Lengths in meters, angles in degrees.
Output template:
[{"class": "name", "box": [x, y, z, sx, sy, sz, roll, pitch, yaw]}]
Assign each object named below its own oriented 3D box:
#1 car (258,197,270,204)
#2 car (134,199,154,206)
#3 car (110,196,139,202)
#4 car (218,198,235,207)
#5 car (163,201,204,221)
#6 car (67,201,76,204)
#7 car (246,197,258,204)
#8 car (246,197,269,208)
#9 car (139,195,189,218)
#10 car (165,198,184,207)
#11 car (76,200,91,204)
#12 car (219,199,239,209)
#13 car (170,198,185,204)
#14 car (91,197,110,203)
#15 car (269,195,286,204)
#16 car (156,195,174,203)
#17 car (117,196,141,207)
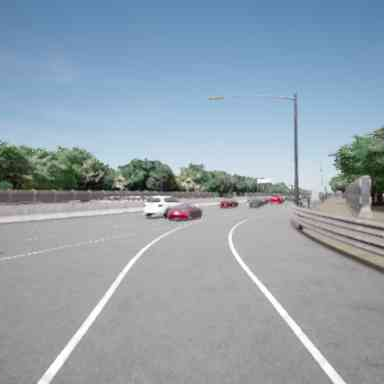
[{"class": "car", "box": [17.180, 2.013, 79.328, 1.882, 1.535, 5.008, -1, -1, 23]}, {"class": "car", "box": [-9.944, 2.166, 69.385, 1.882, 1.535, 5.008, -1, -1, 23]}, {"class": "car", "box": [-9.850, 1.729, 52.110, 2.150, 2.045, 5.566, -1, -1, 24]}, {"class": "car", "box": [6.584, 1.991, 63.524, 1.812, 1.442, 4.674, -1, -1, 23]}, {"class": "car", "box": [-0.500, 1.744, 29.556, 1.994, 1.385, 4.181, -1, -1, 23]}, {"class": "car", "box": [-19.580, 2.191, 55.971, 2.033, 1.411, 5.357, -1, -1, 24]}, {"class": "car", "box": [14.974, 2.075, 83.069, 1.882, 1.535, 5.008, -1, -1, 23]}, {"class": "car", "box": [10.993, 1.836, 56.065, 2.128, 1.511, 4.902, -1, -1, 23]}, {"class": "car", "box": [-2.681, 1.462, 33.333, 2.150, 2.045, 5.566, -1, -1, 23]}, {"class": "car", "box": [-3.447, 2.096, 66.778, 1.837, 1.490, 4.892, -1, 0, 23]}, {"class": "car", "box": [-16.262, 2.077, 54.880, 1.882, 1.535, 5.008, -1, -1, 24]}, {"class": "car", "box": [6.099, 1.844, 53.559, 1.882, 1.535, 5.008, -1, -1, 23]}, {"class": "car", "box": [-3.721, 2.271, 83.864, 1.837, 1.490, 4.892, -1, -1, 23]}, {"class": "car", "box": [-13.065, 1.775, 53.476, 2.150, 2.045, 5.566, -1, -1, 24]}, {"class": "car", "box": [19.397, 1.698, 75.626, 2.150, 2.045, 5.566, -1, -1, 23]}, {"class": "car", "box": [-6.919, 1.770, 85.306, 2.150, 2.045, 5.566, -1, -1, 23]}, {"class": "car", "box": [-13.294, 1.958, 70.461, 2.150, 2.045, 5.566, -1, -1, 23]}]
